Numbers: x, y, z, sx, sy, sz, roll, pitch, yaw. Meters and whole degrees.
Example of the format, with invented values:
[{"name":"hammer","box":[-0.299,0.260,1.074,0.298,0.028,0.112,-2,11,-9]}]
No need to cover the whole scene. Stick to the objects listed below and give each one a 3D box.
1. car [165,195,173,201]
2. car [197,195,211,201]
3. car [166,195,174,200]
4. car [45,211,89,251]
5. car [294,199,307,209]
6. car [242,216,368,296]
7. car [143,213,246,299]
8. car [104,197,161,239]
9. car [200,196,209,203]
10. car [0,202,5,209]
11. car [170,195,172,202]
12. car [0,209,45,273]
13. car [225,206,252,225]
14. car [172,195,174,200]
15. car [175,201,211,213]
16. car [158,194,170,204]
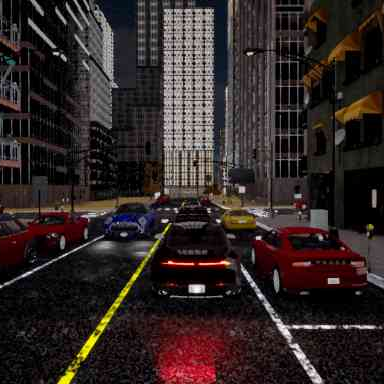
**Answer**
[{"name":"car","box":[-5.865,1.521,85.130,1.752,1.417,4.829,-1,0,0]},{"name":"car","box":[2.558,1.435,63.077,1.967,1.590,4.097,-1,0,0]},{"name":"car","box":[-5.875,1.541,90.859,1.887,1.381,4.507,-1,0,0]},{"name":"car","box":[-5.726,1.542,14.026,1.887,1.381,4.507,-1,0,0]},{"name":"car","box":[14.176,1.254,38.698,4.507,1.381,1.887,-1,1,-1]},{"name":"car","box":[2.666,1.543,8.504,1.887,1.381,4.507,-1,0,0]},{"name":"car","box":[0.082,1.503,8.434,1.837,1.490,4.892,0,0,0]},{"name":"car","box":[-3.074,1.348,17.355,2.097,1.767,4.553,0,0,0]},{"name":"car","box":[2.548,1.520,68.807,1.752,1.417,4.829,-1,0,0]},{"name":"car","box":[-23.922,1.744,38.300,4.097,1.590,1.967,-1,1,-1]},{"name":"car","box":[-5.834,1.310,68.622,2.192,1.841,5.009,-1,0,0]},{"name":"car","box":[-5.716,1.438,8.502,1.967,1.590,4.097,-1,0,0]},{"name":"car","box":[2.644,1.522,19.721,1.752,1.417,4.829,-1,0,0]},{"name":"car","box":[-5.845,1.310,74.181,2.192,1.841,5.009,-1,0,0]},{"name":"car","box":[0.060,1.475,18.706,1.882,1.535,5.008,0,0,0]},{"name":"car","box":[-5.821,1.540,63.062,1.887,1.381,4.507,-1,0,0]}]
